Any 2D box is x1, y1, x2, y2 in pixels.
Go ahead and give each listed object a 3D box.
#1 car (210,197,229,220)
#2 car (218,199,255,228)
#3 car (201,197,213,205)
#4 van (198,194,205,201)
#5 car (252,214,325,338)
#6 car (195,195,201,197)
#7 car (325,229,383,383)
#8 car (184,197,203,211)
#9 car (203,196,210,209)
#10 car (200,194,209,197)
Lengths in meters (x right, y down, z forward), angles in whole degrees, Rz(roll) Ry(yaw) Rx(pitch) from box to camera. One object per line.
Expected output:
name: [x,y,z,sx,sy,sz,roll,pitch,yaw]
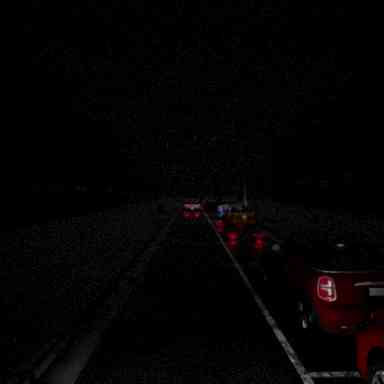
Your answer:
car: [2.989,1.354,28.605,2.097,1.767,4.553,0,0,0]
car: [3.026,1.452,21.824,1.801,1.575,5.366,0,0,0]
car: [2.632,1.606,60.665,1.947,1.339,4.313,-1,0,0]
van: [2.630,1.460,92.430,1.690,1.788,3.998,-1,0,0]
car: [2.629,1.436,6.641,1.967,1.590,4.097,-1,0,0]
car: [0.018,1.586,50.441,1.994,1.385,4.181,0,0,0]
car: [2.628,1.314,1.239,2.192,1.841,5.009,-1,0,0]
car: [0.032,1.609,40.339,1.895,1.301,4.718,0,0,1]
car: [2.632,1.595,44.458,1.802,1.307,4.206,-1,0,0]
car: [2.630,1.470,55.263,1.967,1.590,4.097,-1,0,0]
